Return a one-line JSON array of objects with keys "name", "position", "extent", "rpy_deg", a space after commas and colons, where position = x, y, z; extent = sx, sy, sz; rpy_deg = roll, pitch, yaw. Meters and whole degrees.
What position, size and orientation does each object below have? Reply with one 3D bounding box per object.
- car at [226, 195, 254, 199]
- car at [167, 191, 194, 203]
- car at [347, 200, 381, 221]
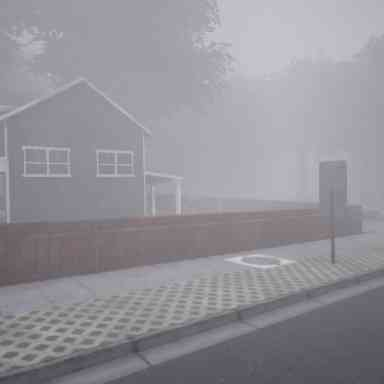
[{"name": "car", "position": [5.201, 1.053, 34.491], "extent": [2.128, 1.511, 4.902], "rpy_deg": [-2, 2, -36]}, {"name": "car", "position": [-1.622, 0.616, 44.002], "extent": [2.097, 1.767, 4.553], "rpy_deg": [-2, 3, -36]}, {"name": "car", "position": [11.885, 1.358, 25.190], "extent": [1.994, 1.385, 4.181], "rpy_deg": [-2, 2, -36]}]
